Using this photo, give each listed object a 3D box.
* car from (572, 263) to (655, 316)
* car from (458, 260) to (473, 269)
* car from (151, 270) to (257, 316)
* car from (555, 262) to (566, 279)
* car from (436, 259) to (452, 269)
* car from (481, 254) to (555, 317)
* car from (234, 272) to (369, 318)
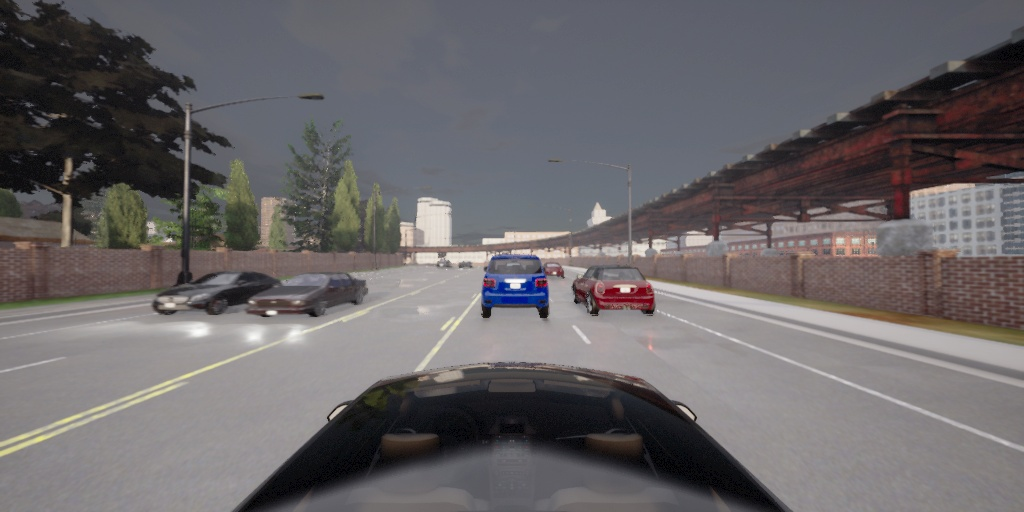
[{"bbox_3d":[3.602,1.098,13.529,2.097,1.767,4.553,0,0,0],"label":"car"},{"bbox_3d":[-7.149,1.290,56.061,1.994,1.385,4.181,0,0,-1],"label":"car"},{"bbox_3d":[-10.599,1.271,13.446,1.812,1.442,4.674,0,0,0],"label":"car"},{"bbox_3d":[3.604,1.264,32.527,1.812,1.442,4.674,0,0,0],"label":"car"},{"bbox_3d":[-10.653,1.215,56.368,2.128,1.511,4.902,0,0,-1],"label":"car"},{"bbox_3d":[0.101,0.967,13.258,2.150,2.045,5.566,0,0,0],"label":"car"},{"bbox_3d":[-7.099,1.293,13.255,2.033,1.411,5.357,0,0,0],"label":"car"}]
